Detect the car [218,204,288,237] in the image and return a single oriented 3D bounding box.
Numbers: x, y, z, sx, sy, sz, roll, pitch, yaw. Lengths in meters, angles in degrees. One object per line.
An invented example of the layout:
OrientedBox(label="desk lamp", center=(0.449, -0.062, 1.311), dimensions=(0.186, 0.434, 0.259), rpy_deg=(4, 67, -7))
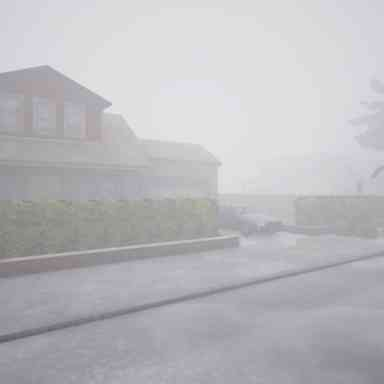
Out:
OrientedBox(label="car", center=(2.261, 1.347, 17.010), dimensions=(2.033, 1.415, 5.357), rpy_deg=(0, 0, -33))
